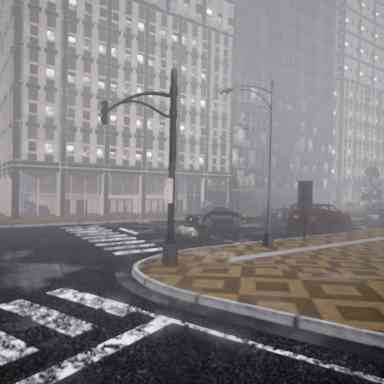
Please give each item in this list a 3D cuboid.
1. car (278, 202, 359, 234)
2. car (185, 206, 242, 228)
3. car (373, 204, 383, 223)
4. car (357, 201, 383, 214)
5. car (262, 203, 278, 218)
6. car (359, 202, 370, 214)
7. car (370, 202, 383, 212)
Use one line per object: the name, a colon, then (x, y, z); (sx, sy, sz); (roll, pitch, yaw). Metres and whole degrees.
car: (8.380, 1.643, 21.859); (5.009, 1.841, 2.192); (1, 1, -34)
car: (1.575, 1.708, 23.769); (4.181, 1.385, 1.994); (1, 1, -34)
car: (17.727, 1.967, 28.271); (4.507, 1.381, 1.887); (1, 1, -34)
car: (22.629, 1.870, 41.179); (4.313, 1.339, 1.947); (1, 1, -34)
car: (8.599, 1.714, 31.567); (4.403, 1.369, 2.008); (1, 1, -34)
car: (17.812, 1.781, 37.878); (4.829, 1.417, 1.752); (1, 1, -34)
car: (23.135, 1.910, 38.502); (5.357, 1.411, 2.033); (1, 1, -34)
